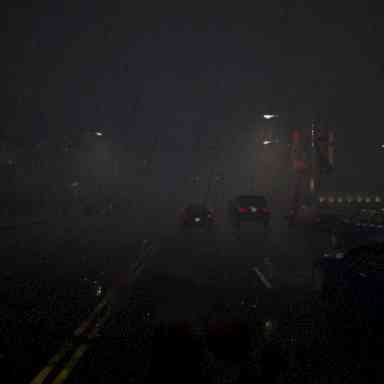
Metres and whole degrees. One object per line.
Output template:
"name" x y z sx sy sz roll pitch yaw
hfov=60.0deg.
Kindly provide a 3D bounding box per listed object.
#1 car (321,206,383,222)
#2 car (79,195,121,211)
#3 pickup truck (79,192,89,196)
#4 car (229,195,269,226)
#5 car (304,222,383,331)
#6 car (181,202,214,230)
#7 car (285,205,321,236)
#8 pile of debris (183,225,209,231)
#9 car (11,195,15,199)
"car" 6.673 1.354 11.909 2.185 1.767 4.553 0 0 0
"car" -6.712 1.150 25.621 2.033 1.411 5.357 0 0 1
"pickup truck" -24.211 1.076 79.155 6.274 2.098 2.390 0 0 0
"car" 3.862 1.219 23.238 2.150 2.045 5.566 0 0 1
"car" 3.659 1.526 5.710 1.812 1.442 4.674 0 0 1
"car" 0.328 1.558 21.049 1.994 1.385 4.181 0 0 1
"car" 6.606 1.479 18.336 2.097 1.535 5.008 0 0 0
"pile of debris" 0.225 2.173 20.071 1.500 0.140 1.860 0 0 1
"car" -36.236 1.404 68.360 2.002 1.452 4.674 0 0 0
